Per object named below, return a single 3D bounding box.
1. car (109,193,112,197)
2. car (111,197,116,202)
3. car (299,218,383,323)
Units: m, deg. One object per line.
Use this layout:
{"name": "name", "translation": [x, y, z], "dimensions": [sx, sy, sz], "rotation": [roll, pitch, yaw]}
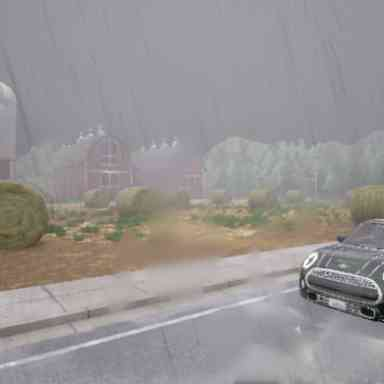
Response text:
{"name": "car", "translation": [-17.689, 1.209, 68.286], "dimensions": [1.905, 1.878, 3.866], "rotation": [6, 3, 8]}
{"name": "car", "translation": [-12.322, 1.620, 62.643], "dimensions": [4.181, 1.385, 1.994], "rotation": [0, 0, -39]}
{"name": "car", "translation": [4.362, 1.364, 7.108], "dimensions": [4.553, 1.767, 2.097], "rotation": [0, 0, -35]}
